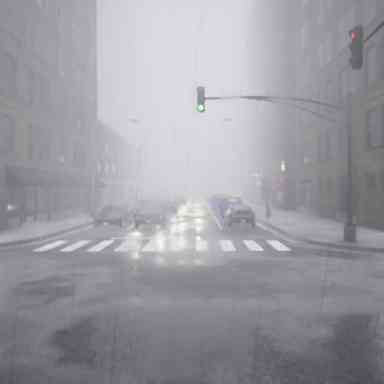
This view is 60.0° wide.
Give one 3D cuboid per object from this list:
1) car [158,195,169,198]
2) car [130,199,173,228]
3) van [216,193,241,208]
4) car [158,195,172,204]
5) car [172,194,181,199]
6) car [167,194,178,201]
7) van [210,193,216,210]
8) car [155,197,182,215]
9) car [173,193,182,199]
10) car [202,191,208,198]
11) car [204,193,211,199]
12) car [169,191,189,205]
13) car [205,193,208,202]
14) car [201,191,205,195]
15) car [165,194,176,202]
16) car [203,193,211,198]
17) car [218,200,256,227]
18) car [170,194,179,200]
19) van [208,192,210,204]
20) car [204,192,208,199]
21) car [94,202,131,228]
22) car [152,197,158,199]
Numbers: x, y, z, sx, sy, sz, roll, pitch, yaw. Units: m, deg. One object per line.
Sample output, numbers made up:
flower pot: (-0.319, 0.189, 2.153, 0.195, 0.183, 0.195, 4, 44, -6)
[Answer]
car: (-4.637, 1.330, 44.372, 2.008, 1.369, 4.403, 0, 0, 1)
car: (-2.466, 1.422, 21.455, 1.812, 1.442, 4.674, 0, 0, 1)
van: (3.109, 1.187, 27.196, 1.690, 1.788, 3.998, 0, 0, 1)
car: (-4.452, 1.281, 55.735, 1.947, 1.339, 4.313, 0, 0, 1)
car: (-3.990, 1.120, 84.142, 1.947, 1.339, 4.313, 0, 0, 1)
car: (-4.175, 1.170, 72.779, 2.008, 1.369, 4.403, 0, 0, 1)
van: (3.294, 1.124, 38.559, 1.690, 1.788, 3.998, 0, 0, 1)
car: (-2.296, 1.439, 32.155, 1.895, 1.301, 4.718, 0, 0, 1)
car: (-3.898, 0.961, 89.823, 1.967, 1.590, 4.097, 0, 0, 1)
car: (3.942, 1.102, 78.330, 1.887, 1.381, 4.507, 0, 0, 1)
car: (4.127, 1.037, 89.693, 1.887, 1.381, 4.507, 0, 0, 1)
car: (-1.944, 1.086, 50.757, 2.097, 1.767, 4.553, 0, 0, 1)
car: (3.572, 1.269, 55.605, 1.802, 1.307, 4.206, 0, 0, 1)
car: (4.034, 0.965, 84.011, 1.967, 1.590, 4.097, 0, 0, 1)
car: (-4.267, 1.196, 67.098, 1.887, 1.381, 4.507, 0, 0, 1)
car: (4.219, 1.010, 95.375, 2.008, 1.369, 4.403, 0, 0, 1)
car: (3.017, 1.427, 21.516, 2.008, 1.369, 4.403, 0, 0, 1)
car: (-4.082, 1.131, 78.461, 1.887, 1.381, 4.507, 0, 0, 1)
van: (3.386, 1.092, 44.241, 1.690, 1.788, 3.998, 0, 0, 1)
car: (3.667, 1.179, 61.456, 1.752, 1.417, 4.829, 0, 0, 1)
car: (-5.007, 1.471, 21.646, 1.947, 1.339, 4.313, 0, 0, 1)
car: (-4.822, 1.409, 33.009, 1.947, 1.339, 4.313, 0, 0, 1)
